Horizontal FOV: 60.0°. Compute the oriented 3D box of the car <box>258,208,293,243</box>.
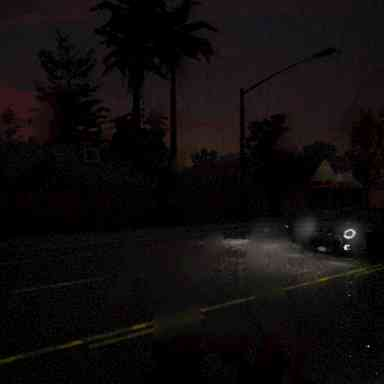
[{"bbox_3d":[5.353,1.552,16.424,4.892,1.490,1.837,1,0,-36],"label":"car"}]

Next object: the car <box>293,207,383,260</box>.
[{"bbox_3d":[6.315,1.393,12.808,4.553,1.767,2.097,0,0,-36],"label":"car"}]
